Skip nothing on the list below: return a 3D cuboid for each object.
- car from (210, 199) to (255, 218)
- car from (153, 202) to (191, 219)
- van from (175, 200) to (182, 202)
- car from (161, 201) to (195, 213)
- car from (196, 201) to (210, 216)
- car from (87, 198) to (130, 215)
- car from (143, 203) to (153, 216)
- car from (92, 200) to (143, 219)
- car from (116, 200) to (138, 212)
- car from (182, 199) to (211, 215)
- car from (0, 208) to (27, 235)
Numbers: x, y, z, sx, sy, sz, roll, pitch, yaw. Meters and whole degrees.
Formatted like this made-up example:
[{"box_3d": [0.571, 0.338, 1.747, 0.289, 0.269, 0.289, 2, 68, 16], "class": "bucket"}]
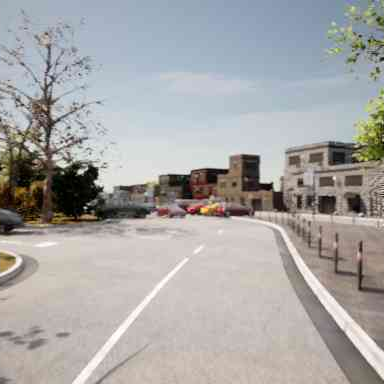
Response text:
[{"box_3d": [4.826, 1.938, 37.343, 4.553, 1.767, 2.185, 1, -2, -27], "class": "car"}, {"box_3d": [-2.230, 2.015, 35.140, 1.812, 1.442, 4.674, 1, -2, -26], "class": "car"}, {"box_3d": [-0.830, 2.129, 48.090, 4.442, 1.987, 1.878, 1, -2, -27], "class": "van"}, {"box_3d": [-2.142, 2.322, 50.826, 4.553, 1.767, 2.185, 1, -2, -27], "class": "car"}, {"box_3d": [3.450, 2.128, 40.045, 5.008, 1.535, 2.097, 1, -2, -27], "class": "car"}, {"box_3d": [-9.525, 1.774, 38.491, 5.566, 2.045, 2.435, 1, -2, -27], "class": "car"}, {"box_3d": [-7.226, 2.510, 52.404, 1.882, 1.535, 5.008, 1, -3, -27], "class": "car"}, {"box_3d": [-8.258, 1.963, 35.996, 4.892, 1.521, 2.231, 1, -2, -27], "class": "car"}, {"box_3d": [-9.787, 2.103, 50.079, 2.097, 1.767, 4.553, 1, -2, -27], "class": "car"}, {"box_3d": [2.084, 1.938, 42.629, 5.566, 2.045, 2.435, 1, -2, -27], "class": "car"}, {"box_3d": [-11.809, 1.592, 18.532, 4.674, 1.442, 1.812, 1, -1, -13], "class": "car"}]
